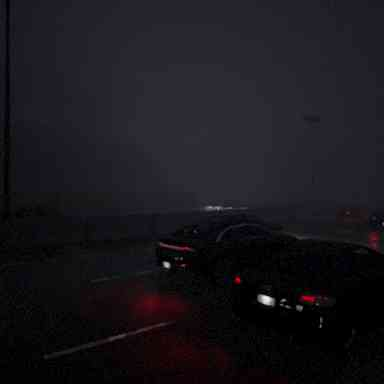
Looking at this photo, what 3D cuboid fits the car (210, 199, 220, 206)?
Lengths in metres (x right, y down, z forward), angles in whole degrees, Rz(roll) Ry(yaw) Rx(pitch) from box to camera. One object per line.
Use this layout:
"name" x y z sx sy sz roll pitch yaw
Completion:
"car" 4.408 1.940 60.569 1.895 1.301 4.718 0 0 12

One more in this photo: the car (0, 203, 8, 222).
"car" -17.517 1.670 25.935 5.357 1.411 2.033 0 0 -37

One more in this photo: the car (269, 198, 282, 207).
"car" 13.367 1.788 53.379 1.882 1.535 5.008 0 0 16

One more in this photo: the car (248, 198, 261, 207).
"car" 10.581 1.829 56.498 1.837 1.490 4.892 0 0 15

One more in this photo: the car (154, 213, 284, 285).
"car" 1.227 1.548 9.614 4.902 1.511 2.128 0 0 -41

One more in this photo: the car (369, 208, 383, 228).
"car" 13.488 1.742 22.650 1.895 1.301 4.718 0 0 37

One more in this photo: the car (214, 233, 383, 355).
"car" 2.663 1.602 6.269 4.181 1.385 1.994 0 0 -39

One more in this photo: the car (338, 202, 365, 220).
"car" 14.783 1.665 30.736 1.882 1.535 5.008 0 0 33

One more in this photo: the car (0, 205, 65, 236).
"car" -9.556 1.658 19.036 4.181 1.385 1.994 0 0 -40

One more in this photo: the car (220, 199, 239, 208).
"car" 6.588 1.857 54.816 2.033 1.411 5.357 0 0 18

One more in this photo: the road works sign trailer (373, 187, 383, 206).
"road works sign trailer" 37.208 0.874 66.325 2.380 3.560 2.880 0 0 1
